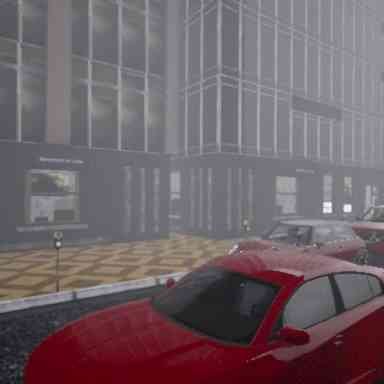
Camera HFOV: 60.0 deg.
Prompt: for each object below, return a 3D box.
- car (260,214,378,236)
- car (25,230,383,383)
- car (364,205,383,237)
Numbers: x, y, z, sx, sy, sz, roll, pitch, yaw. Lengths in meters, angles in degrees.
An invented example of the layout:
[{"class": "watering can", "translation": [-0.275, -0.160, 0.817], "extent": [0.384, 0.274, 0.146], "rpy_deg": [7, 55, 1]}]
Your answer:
[{"class": "car", "translation": [2.789, 1.485, 8.723], "extent": [4.097, 1.590, 1.967], "rpy_deg": [0, 0, -35]}, {"class": "car", "translation": [0.825, 1.495, 3.847], "extent": [5.008, 1.535, 1.882], "rpy_deg": [0, 0, -36]}, {"class": "car", "translation": [7.317, 1.390, 11.949], "extent": [5.009, 1.841, 2.192], "rpy_deg": [0, 0, -35]}]
